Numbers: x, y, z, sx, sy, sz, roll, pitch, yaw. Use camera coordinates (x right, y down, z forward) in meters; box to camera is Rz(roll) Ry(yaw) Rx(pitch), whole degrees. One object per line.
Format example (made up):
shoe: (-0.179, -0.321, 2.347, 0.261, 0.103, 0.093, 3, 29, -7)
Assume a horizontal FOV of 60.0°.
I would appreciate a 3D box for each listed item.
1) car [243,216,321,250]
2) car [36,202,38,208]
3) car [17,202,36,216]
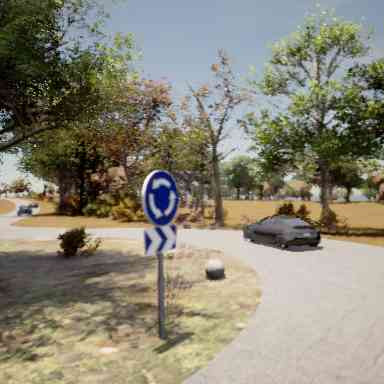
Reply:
car: (4.214, 1.858, 16.165, 1.994, 1.385, 4.181, 0, -1, -21)
car: (-40.849, 3.430, 86.135, 1.837, 1.490, 4.892, 0, 2, -27)
car: (-28.860, 3.115, 57.706, 2.097, 1.767, 4.553, -2, -1, -20)
